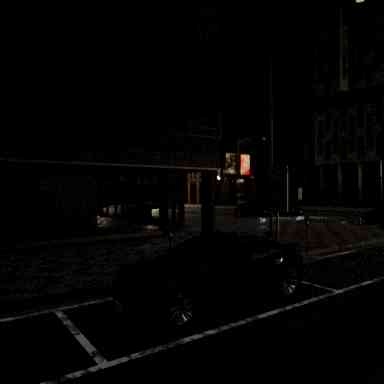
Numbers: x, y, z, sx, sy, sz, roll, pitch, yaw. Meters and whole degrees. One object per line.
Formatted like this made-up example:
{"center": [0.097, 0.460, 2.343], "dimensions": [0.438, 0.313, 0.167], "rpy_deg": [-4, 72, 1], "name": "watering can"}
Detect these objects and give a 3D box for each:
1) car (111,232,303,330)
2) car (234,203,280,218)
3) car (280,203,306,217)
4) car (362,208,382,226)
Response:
{"center": [0.521, 1.565, 6.929], "dimensions": [4.313, 1.339, 1.947], "rpy_deg": [0, 0, -36], "name": "car"}
{"center": [6.314, 1.849, 34.283], "dimensions": [1.812, 1.442, 4.674], "rpy_deg": [0, -1, -36], "name": "car"}
{"center": [9.808, 1.850, 34.992], "dimensions": [1.994, 1.385, 4.181], "rpy_deg": [0, -1, -36], "name": "car"}
{"center": [14.261, 1.704, 23.252], "dimensions": [1.994, 1.385, 4.181], "rpy_deg": [0, -1, -36], "name": "car"}
